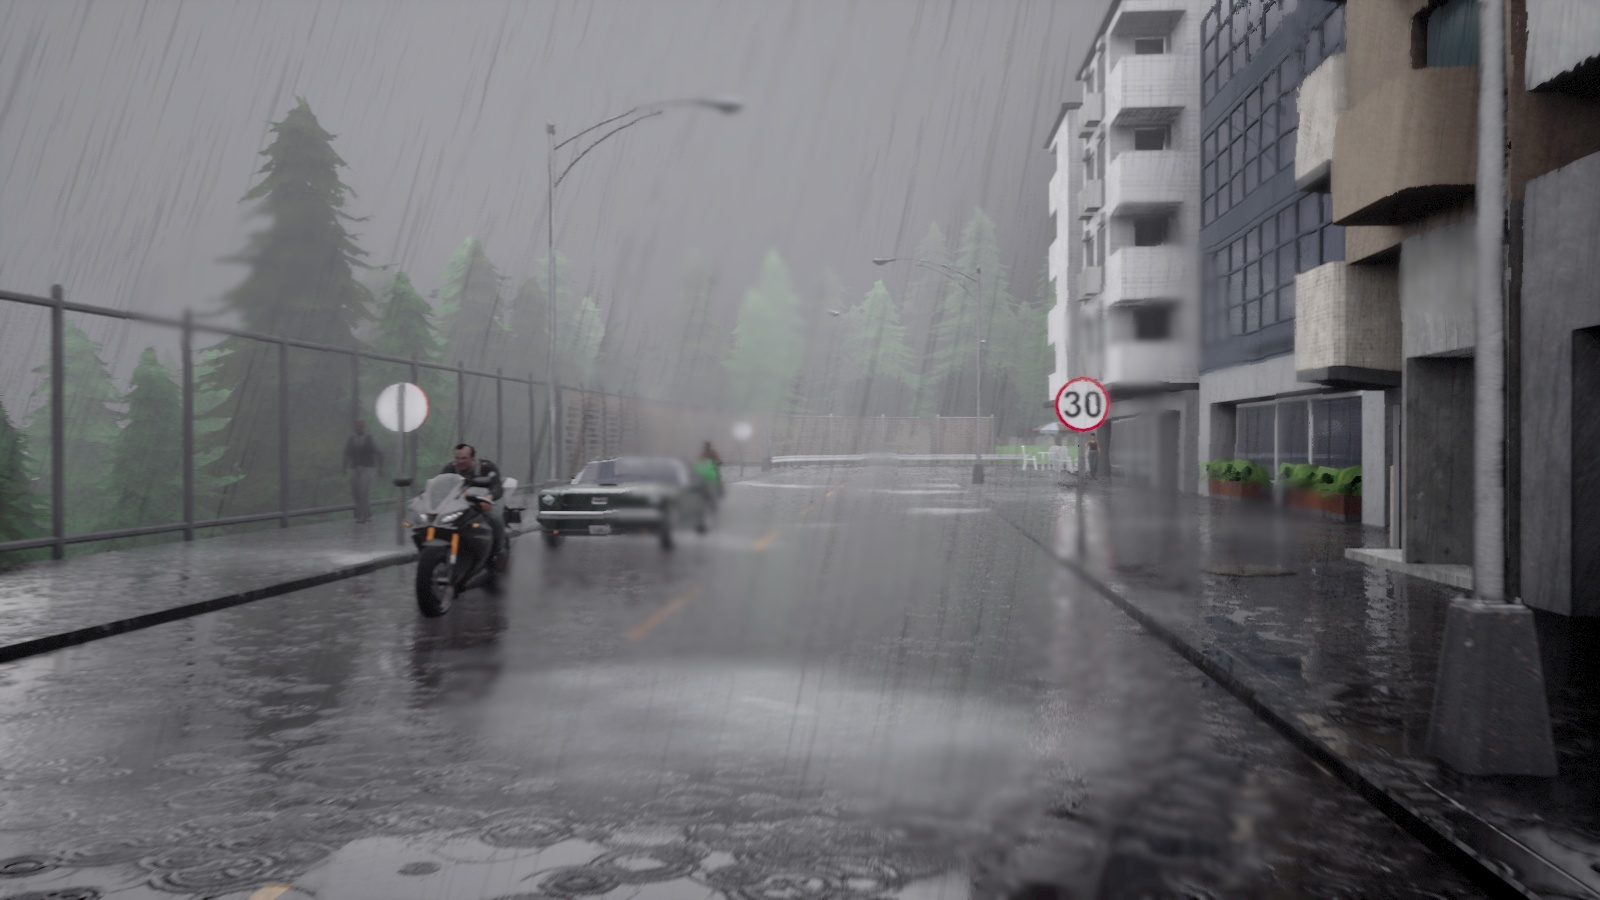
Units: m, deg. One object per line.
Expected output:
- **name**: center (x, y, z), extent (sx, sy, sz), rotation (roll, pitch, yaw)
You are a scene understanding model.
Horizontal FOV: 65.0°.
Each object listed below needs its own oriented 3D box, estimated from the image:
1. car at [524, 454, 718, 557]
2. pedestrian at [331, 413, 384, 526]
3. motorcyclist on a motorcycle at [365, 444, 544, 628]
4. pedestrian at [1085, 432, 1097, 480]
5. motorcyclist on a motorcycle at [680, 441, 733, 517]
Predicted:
- **car**: center (-2.524, 0.737, 18.930), extent (1.895, 1.301, 4.718), rotation (0, 0, 5)
- **pedestrian**: center (-7.548, 0.326, 21.460), extent (0.563, 1.883, 0.849), rotation (0, 0, 4)
- **motorcyclist on a motorcycle**: center (-3.108, 0.712, 11.571), extent (0.866, 1.530, 2.191), rotation (0, 0, 5)
- **pedestrian**: center (11.124, 0.217, 47.974), extent (0.345, 1.836, 0.594), rotation (0, 0, 5)
- **motorcyclist on a motorcycle**: center (-1.933, 0.579, 26.184), extent (0.797, 1.523, 2.044), rotation (0, 0, 5)
